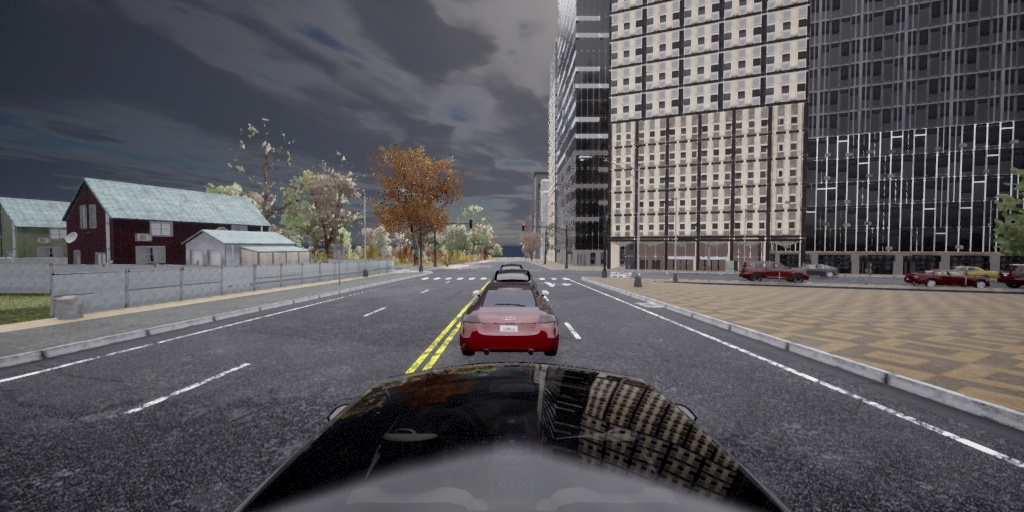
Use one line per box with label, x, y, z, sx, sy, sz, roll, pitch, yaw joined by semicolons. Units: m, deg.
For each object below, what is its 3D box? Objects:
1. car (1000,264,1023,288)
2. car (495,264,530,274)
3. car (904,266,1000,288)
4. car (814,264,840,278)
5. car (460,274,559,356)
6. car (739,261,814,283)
car;38.951;1.528;25.881;5.009;1.841;2.192;0;0;20
car;0.028;1.249;14.016;1.837;1.490;4.892;0;0;0
car;33.625;1.713;27.823;4.507;1.381;1.888;0;0;20
car;31.000;1.465;37.166;4.403;1.370;2.007;0;0;20
car;-0.033;1.310;8.630;1.994;1.385;4.181;0;0;1
car;22.974;1.390;31.707;5.009;1.841;2.192;0;0;20
